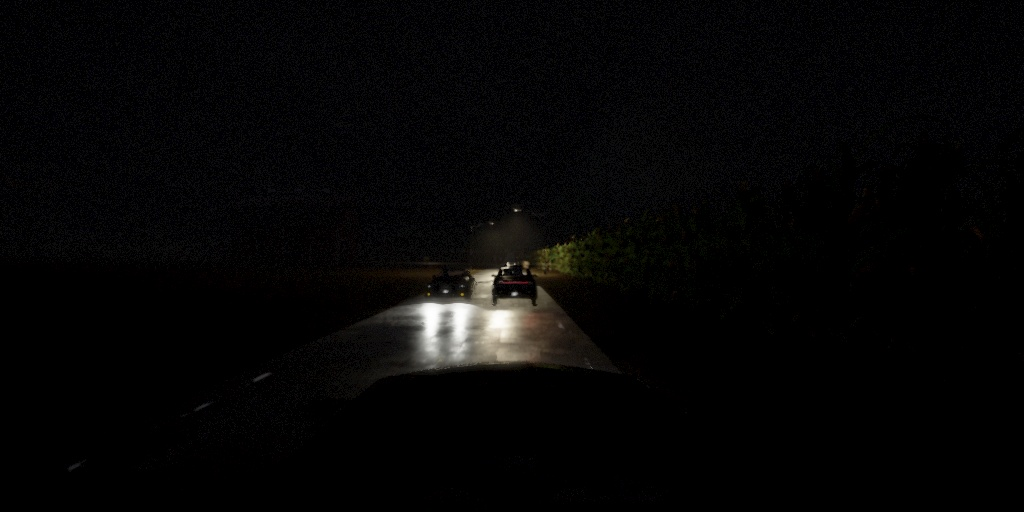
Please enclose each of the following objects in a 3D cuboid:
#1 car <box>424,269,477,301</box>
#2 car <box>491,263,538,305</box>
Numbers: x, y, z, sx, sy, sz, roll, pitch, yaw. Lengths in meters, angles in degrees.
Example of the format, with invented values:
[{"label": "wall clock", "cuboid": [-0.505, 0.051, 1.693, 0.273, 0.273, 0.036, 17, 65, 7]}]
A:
[{"label": "car", "cuboid": [-2.791, 1.308, 17.077, 1.994, 1.385, 4.181, 0, 0, 1]}, {"label": "car", "cuboid": [0.103, 1.234, 16.026, 2.128, 1.511, 4.902, 0, 0, 0]}]
